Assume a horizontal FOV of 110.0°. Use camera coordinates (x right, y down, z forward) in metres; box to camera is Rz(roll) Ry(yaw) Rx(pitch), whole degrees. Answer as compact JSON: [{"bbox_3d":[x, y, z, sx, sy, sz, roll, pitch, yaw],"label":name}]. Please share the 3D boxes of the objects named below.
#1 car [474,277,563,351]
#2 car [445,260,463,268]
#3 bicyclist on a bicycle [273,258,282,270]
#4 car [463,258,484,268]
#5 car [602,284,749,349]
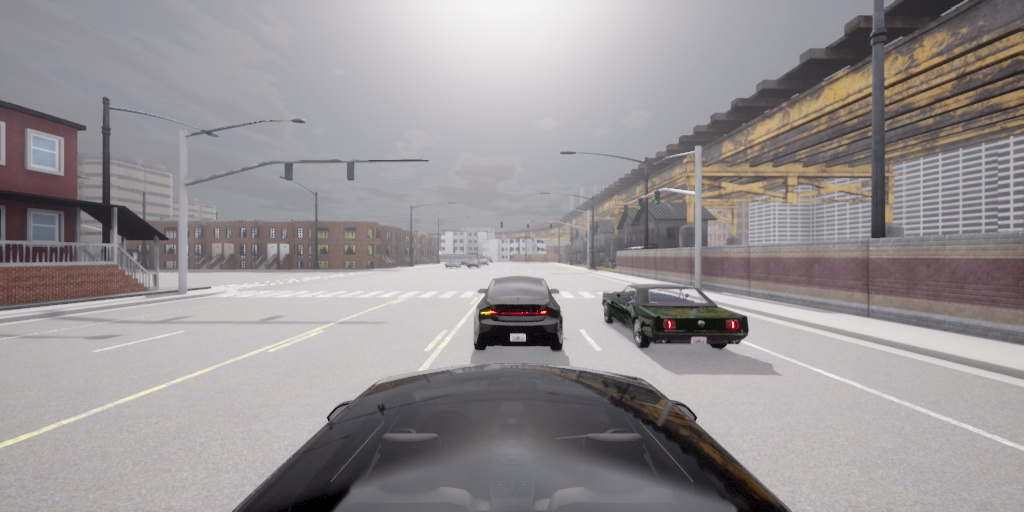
[{"bbox_3d":[0.161,1.254,9.015,1.837,1.490,4.892,0,0,1],"label":"car"},{"bbox_3d":[-9.768,1.343,58.982,1.895,1.301,4.718,0,0,1],"label":"car"},{"bbox_3d":[-30.543,1.046,46.686,0.582,1.620,1.656,0,0,1],"label":"bicyclist on a bicycle"},{"bbox_3d":[-6.269,1.291,59.057,2.033,1.411,5.357,0,0,1],"label":"car"},{"bbox_3d":[3.667,1.350,9.155,1.895,1.301,4.718,0,0,1],"label":"car"}]
